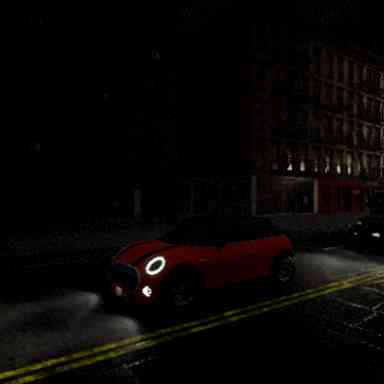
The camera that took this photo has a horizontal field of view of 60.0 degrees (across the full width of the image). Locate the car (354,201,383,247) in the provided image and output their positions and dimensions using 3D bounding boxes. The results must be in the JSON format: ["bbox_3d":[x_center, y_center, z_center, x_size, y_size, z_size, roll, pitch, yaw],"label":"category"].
[{"bbox_3d":[9.277,1.291,14.287,5.566,2.045,2.150,0,0,-35],"label":"car"}]

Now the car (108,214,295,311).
[{"bbox_3d":[0.362,1.373,7.938,4.553,1.767,2.097,0,0,-36],"label":"car"}]
